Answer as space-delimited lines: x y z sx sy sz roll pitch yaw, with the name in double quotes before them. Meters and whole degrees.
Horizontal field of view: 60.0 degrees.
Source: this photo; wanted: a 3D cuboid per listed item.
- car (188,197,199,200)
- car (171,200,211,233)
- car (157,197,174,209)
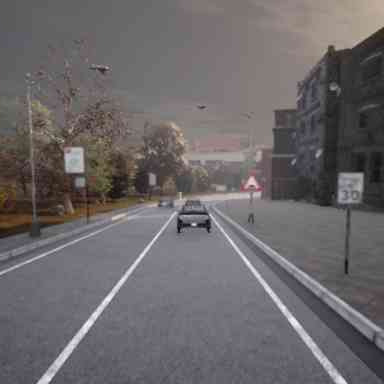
"car" 0.170 1.432 39.964 1.837 1.490 4.892 0 0 1
"car" 0.103 1.455 19.588 2.128 1.511 4.902 0 0 0
"car" -3.368 1.407 43.762 2.128 1.511 4.902 0 0 2
